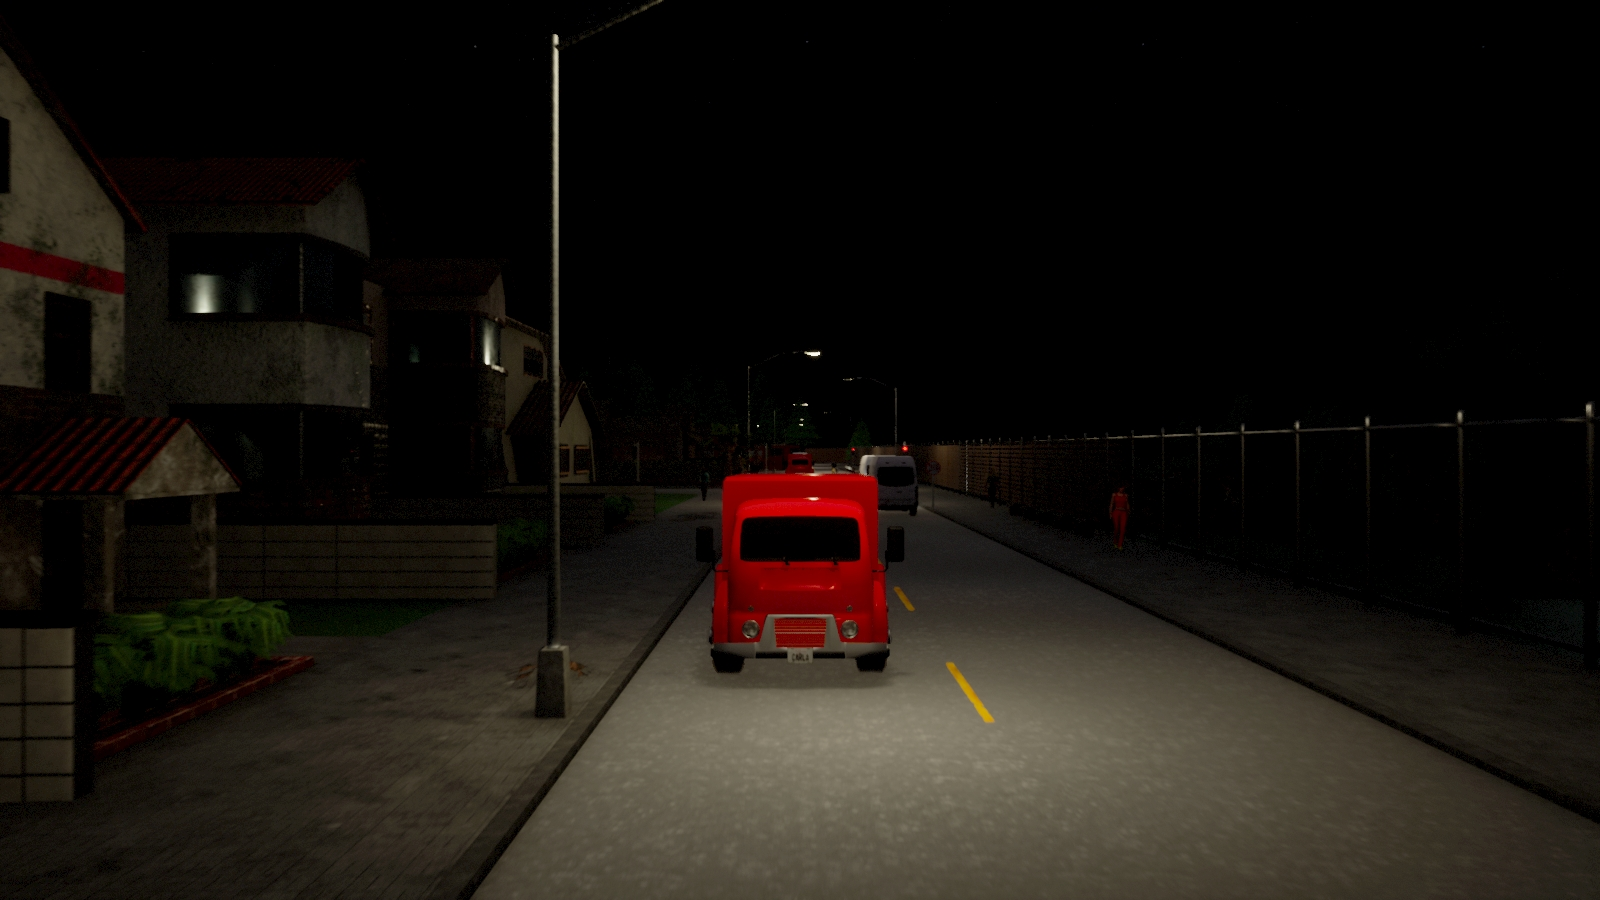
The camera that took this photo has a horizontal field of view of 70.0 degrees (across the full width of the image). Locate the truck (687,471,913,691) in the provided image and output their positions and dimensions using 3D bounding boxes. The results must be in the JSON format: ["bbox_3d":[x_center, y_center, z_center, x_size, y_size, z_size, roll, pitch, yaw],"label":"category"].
[{"bbox_3d":[-0.002,1.569,15.878,2.627,2.467,5.204,0,0,0],"label":"truck"}]

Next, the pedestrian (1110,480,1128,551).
[{"bbox_3d":[8.540,1.747,30.562,0.375,1.860,0.375,0,0,2],"label":"pedestrian"}]
